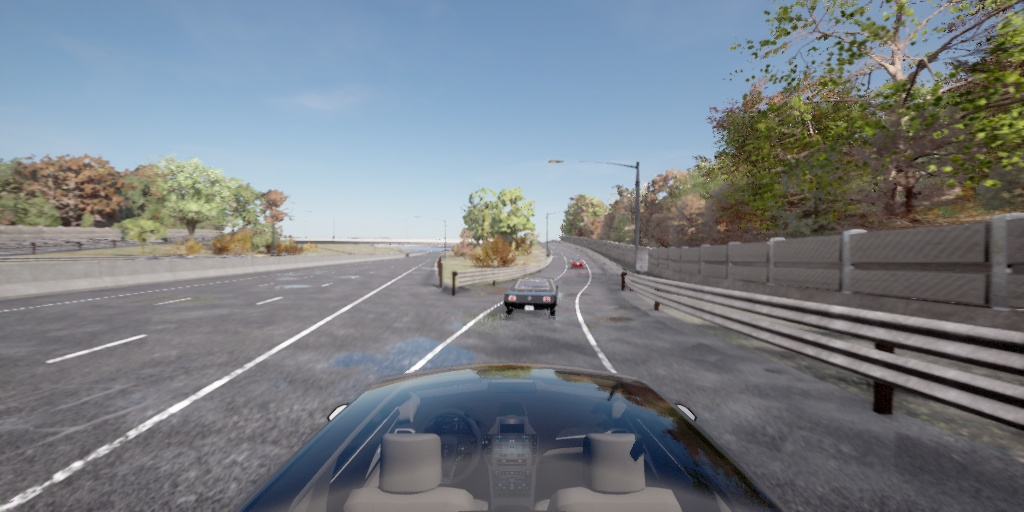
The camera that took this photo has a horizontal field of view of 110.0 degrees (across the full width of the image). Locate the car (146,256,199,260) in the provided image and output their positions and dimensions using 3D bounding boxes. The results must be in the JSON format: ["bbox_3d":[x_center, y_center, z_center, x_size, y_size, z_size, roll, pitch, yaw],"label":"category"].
[{"bbox_3d":[-33.786,0.719,36.499,2.128,1.511,4.902,0,0,-11],"label":"car"}]

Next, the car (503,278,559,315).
[{"bbox_3d":[0.953,1.557,14.723,1.895,1.301,4.718,1,-1,9],"label":"car"}]

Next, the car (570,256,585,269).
[{"bbox_3d":[10.340,1.099,56.662,2.097,1.767,4.553,1,3,9],"label":"car"}]

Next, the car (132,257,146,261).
[{"bbox_3d":[-37.404,0.764,36.842,1.994,1.385,4.181,0,0,-11],"label":"car"}]

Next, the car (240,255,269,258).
[{"bbox_3d":[-36.856,0.590,52.234,1.882,1.535,5.008,0,0,-11],"label":"car"}]
